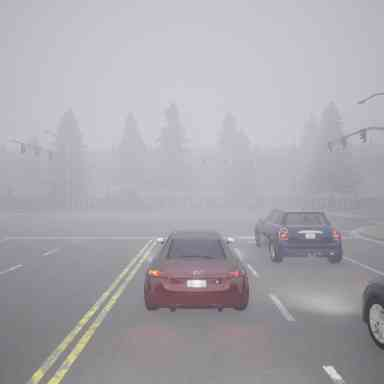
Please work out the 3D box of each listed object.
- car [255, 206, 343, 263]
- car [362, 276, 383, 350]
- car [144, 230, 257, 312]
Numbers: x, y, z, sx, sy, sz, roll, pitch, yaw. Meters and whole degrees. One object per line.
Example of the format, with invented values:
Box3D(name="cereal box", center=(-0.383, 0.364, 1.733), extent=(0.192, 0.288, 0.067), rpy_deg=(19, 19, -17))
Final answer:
Box3D(name="car", center=(3.636, 1.352, 12.159), extent=(2.097, 1.767, 4.553), rpy_deg=(0, 0, 2))
Box3D(name="car", center=(3.592, 1.505, 3.315), extent=(1.837, 1.490, 4.892), rpy_deg=(0, 0, 0))
Box3D(name="car", center=(0.081, 1.564, 7.788), extent=(1.994, 1.385, 4.181), rpy_deg=(0, 0, 0))
